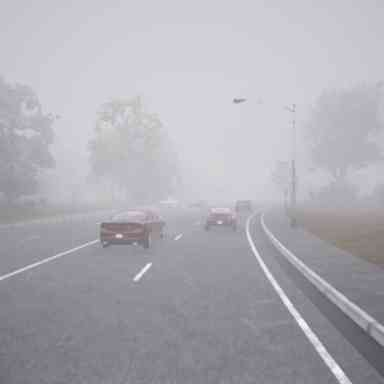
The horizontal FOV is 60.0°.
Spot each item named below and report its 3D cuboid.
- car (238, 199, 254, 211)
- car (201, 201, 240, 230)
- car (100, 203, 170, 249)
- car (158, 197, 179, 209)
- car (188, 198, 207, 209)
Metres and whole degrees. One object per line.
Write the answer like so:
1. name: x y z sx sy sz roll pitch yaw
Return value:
1. car: 6.492 1.559 41.119 2.128 1.511 4.902 0 0 16
2. car: 1.921 1.555 21.152 1.812 1.442 4.674 0 0 8
3. car: -2.450 1.484 14.800 1.882 1.535 5.008 0 0 6
4. car: -3.164 1.465 46.088 1.812 1.442 4.674 0 0 17
5. car: 0.927 1.591 47.540 2.033 1.411 5.357 0 0 15
